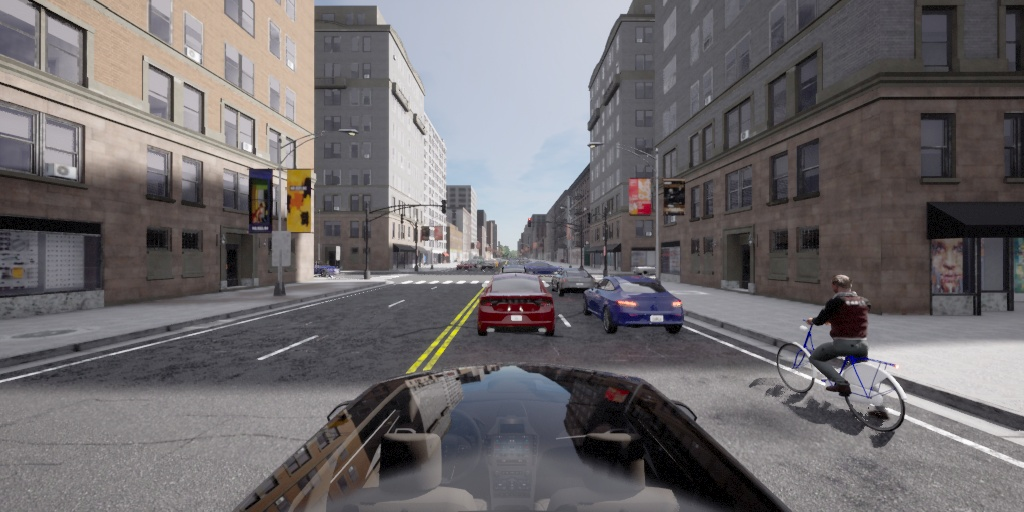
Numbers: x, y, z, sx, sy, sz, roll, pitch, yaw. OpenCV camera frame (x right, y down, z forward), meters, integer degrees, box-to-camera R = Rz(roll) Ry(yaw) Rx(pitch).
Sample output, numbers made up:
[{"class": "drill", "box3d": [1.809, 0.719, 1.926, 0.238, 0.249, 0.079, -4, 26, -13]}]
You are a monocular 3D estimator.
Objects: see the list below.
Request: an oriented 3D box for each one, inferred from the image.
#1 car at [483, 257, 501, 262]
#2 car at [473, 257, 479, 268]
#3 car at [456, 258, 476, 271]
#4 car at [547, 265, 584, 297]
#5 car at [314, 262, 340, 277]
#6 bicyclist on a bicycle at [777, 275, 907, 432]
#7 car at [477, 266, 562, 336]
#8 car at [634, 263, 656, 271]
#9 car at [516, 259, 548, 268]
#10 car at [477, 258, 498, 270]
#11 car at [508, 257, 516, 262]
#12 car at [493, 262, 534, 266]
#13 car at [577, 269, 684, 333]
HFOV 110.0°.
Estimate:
[{"class": "car", "box3d": [-3.338, 1.246, 59.796, 1.882, 1.535, 5.008, 0, 0, 0]}, {"class": "car", "box3d": [-6.591, 1.273, 59.458, 1.837, 1.490, 4.892, 0, 0, 0]}, {"class": "car", "box3d": [-6.608, 1.366, 50.356, 1.895, 1.301, 4.718, 0, 0, 0]}, {"class": "car", "box3d": [3.249, 1.317, 19.173, 1.994, 1.385, 4.181, 0, 0, 0]}, {"class": "car", "box3d": [-19.015, 1.260, 34.319, 4.674, 1.442, 1.812, 0, 0, 0]}, {"class": "bicyclist on a bicycle", "box3d": [4.146, 1.121, 4.708, 0.659, 1.776, 1.843, 0, 0, 0]}, {"class": "car", "box3d": [0.101, 1.229, 10.437, 1.882, 1.535, 5.008, 0, 0, 0]}, {"class": "car", "box3d": [15.048, 1.409, 37.146, 4.718, 1.301, 1.895, 0, 0, 1]}, {"class": "car", "box3d": [2.884, 1.283, 34.260, 4.674, 1.442, 1.812, 0, 0, 0]}, {"class": "car", "box3d": [-3.347, 1.366, 50.404, 1.895, 1.301, 4.718, 0, 0, 0]}, {"class": "car", "box3d": [0.122, 1.316, 59.077, 2.033, 1.411, 5.357, 0, 0, 0]}, {"class": "car", "box3d": [0.100, 1.258, 19.920, 1.837, 1.490, 4.892, 0, 0, 0]}, {"class": "car", "box3d": [3.346, 1.277, 10.573, 1.812, 1.442, 4.674, 0, 0, 0]}]
